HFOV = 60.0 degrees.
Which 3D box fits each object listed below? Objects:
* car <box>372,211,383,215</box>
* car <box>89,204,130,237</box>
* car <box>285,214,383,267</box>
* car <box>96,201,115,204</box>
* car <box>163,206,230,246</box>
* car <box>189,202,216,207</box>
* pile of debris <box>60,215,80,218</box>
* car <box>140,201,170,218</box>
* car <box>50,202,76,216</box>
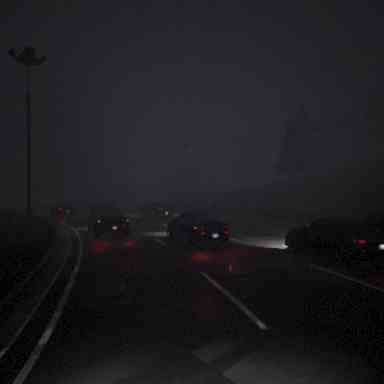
[{"bbox_3d":[8.161,1.456,13.475,1.882,1.535,5.008,0,0,-15],"label":"car"},{"bbox_3d":[-4.815,1.647,19.103,1.812,1.442,4.674,0,0,-22],"label":"car"},{"bbox_3d":[5.021,1.564,11.563,1.994,1.385,4.181,0,0,-15],"label":"car"},{"bbox_3d":[-9.151,1.701,34.775,1.882,1.535,5.008,0,0,-32],"label":"car"},{"bbox_3d":[0.201,1.586,15.630,1.812,1.442,4.674,0,0,-19],"label":"car"},{"bbox_3d":[0.806,1.644,31.654,1.812,1.442,4.674,0,0,-27],"label":"car"},{"bbox_3d":[-12.173,2.421,33.195,1.500,0.140,1.860,0,0,-33],"label":"pile of debris"},{"bbox_3d":[-3.473,1.665,32.145,1.837,1.490,4.892,0,0,-30],"label":"car"},{"bbox_3d":[-13.858,1.796,35.613,1.812,1.442,4.674,0,0,-34],"label":"car"}]
